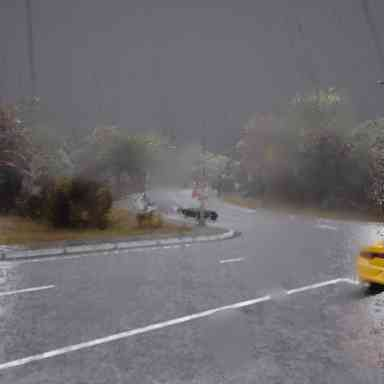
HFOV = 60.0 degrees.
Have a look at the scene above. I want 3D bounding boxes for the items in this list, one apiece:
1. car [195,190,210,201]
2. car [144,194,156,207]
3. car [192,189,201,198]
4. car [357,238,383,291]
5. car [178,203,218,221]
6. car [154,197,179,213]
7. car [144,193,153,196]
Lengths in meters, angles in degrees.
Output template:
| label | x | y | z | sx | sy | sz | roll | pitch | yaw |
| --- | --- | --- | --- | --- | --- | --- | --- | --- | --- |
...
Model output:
| label | x | y | z | sx | sy | sz | roll | pitch | yaw |
| --- | --- | --- | --- | --- | --- | --- | --- | --- | --- |
| car | 2.272 | 1.012 | 65.764 | 1.837 | 1.490 | 4.892 | 2 | 3 | -7 |
| car | -5.501 | 1.437 | 49.595 | 1.994 | 1.385 | 4.181 | 2 | 2 | -14 |
| car | 1.211 | 0.234 | 75.880 | 2.150 | 2.045 | 5.566 | 2 | 2 | -1 |
| car | 6.002 | 1.586 | 8.034 | 5.008 | 1.535 | 1.882 | 1 | -1 | -35 |
| car | 0.697 | 1.918 | 31.219 | 1.895 | 1.301 | 4.718 | 2 | 0 | -23 |
| car | -2.658 | 1.671 | 40.015 | 2.128 | 1.511 | 4.902 | 2 | 1 | -19 |
| car | -7.650 | 0.889 | 59.812 | 1.882 | 1.535 | 5.008 | 2 | 2 | -10 |
